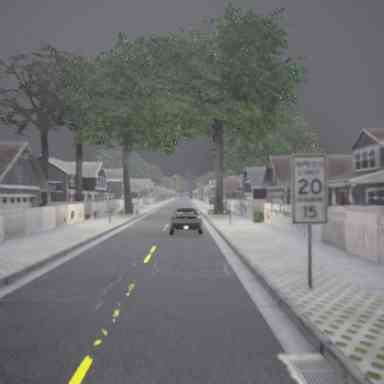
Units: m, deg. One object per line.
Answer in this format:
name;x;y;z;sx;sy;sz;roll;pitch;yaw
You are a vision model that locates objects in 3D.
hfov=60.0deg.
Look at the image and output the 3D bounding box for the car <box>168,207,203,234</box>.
car;-0.370;1.696;20.375;1.837;1.490;4.892;0;-1;-1
